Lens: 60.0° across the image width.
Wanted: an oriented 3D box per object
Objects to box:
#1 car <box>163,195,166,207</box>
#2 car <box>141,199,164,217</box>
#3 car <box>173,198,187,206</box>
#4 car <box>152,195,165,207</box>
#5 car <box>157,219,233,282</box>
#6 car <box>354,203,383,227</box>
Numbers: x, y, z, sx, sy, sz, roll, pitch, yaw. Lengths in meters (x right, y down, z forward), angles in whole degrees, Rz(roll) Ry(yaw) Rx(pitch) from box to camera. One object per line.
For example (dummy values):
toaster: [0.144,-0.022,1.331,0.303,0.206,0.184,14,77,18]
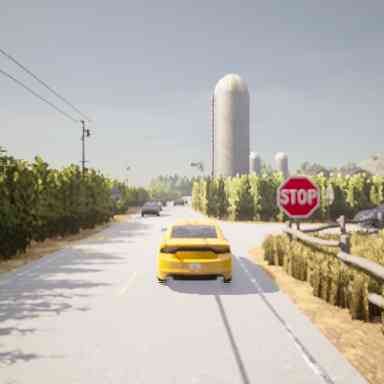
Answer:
car: [-5.807,1.614,58.788,2.150,2.045,5.566,0,1,-1]
car: [-4.285,1.786,34.875,2.033,1.411,5.357,0,0,-5]
car: [-2.546,1.986,64.265,2.033,1.411,5.357,0,0,2]
car: [-5.092,1.660,44.935,2.097,1.767,4.553,0,0,-4]
car: [0.059,1.547,10.000,1.882,1.535,5.008,0,0,0]
car: [13.408,1.505,22.354,4.553,1.767,2.097,0,0,0]
